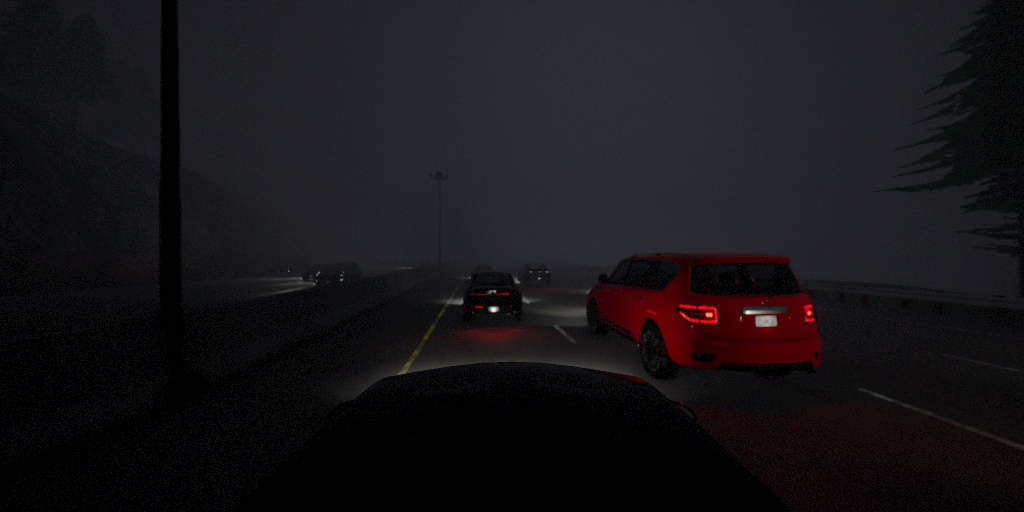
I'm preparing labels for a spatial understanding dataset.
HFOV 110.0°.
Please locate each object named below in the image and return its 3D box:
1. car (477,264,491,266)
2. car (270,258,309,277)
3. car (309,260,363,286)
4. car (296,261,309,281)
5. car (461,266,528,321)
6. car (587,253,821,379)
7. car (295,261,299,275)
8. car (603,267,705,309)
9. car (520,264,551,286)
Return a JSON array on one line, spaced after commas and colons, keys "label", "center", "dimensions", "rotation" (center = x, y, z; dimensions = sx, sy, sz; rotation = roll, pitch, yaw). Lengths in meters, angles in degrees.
[{"label": "car", "center": [-2.419, 1.389, 30.748], "dimensions": [1.994, 1.385, 4.181], "rotation": [0, 0, -6]}, {"label": "car", "center": [-24.628, 1.193, 40.134], "dimensions": [2.150, 2.045, 5.566], "rotation": [0, 0, -5]}, {"label": "car", "center": [-12.771, 1.227, 26.719], "dimensions": [2.097, 1.767, 4.553], "rotation": [0, 0, -6]}, {"label": "car", "center": [-16.796, 1.417, 31.926], "dimensions": [1.837, 1.490, 4.892], "rotation": [0, -1, -6]}, {"label": "car", "center": [-0.719, 1.282, 12.680], "dimensions": [1.837, 1.490, 4.892], "rotation": [0, 0, -5]}, {"label": "car", "center": [3.220, 0.965, 7.442], "dimensions": [2.150, 2.045, 5.566], "rotation": [0, 0, -3]}, {"label": "car", "center": [-20.951, 1.512, 38.523], "dimensions": [1.994, 1.385, 4.181], "rotation": [0, 0, -5]}, {"label": "car", "center": [6.030, 1.294, 16.164], "dimensions": [2.033, 1.411, 5.357], "rotation": [0, 0, -5]}, {"label": "car", "center": [1.564, 1.284, 25.944], "dimensions": [2.128, 1.511, 4.902], "rotation": [0, 0, -5]}]
